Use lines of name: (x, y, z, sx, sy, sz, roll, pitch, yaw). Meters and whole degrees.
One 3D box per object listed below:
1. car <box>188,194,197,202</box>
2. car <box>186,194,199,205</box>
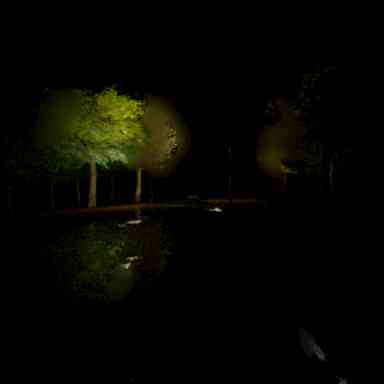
car: (0.008, 1.223, 71.994, 1.882, 1.535, 5.008, 0, 0, 0)
car: (0.106, 1.253, 54.034, 1.837, 1.490, 4.892, 0, 0, 0)
